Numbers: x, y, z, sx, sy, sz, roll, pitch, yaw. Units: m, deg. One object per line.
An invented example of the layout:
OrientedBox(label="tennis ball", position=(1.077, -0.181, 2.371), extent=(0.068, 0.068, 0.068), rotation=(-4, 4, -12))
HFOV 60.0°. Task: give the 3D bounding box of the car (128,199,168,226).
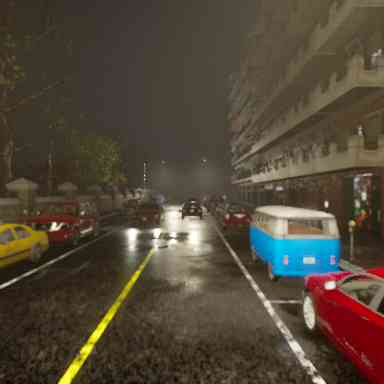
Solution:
OrientedBox(label="car", position=(-3.003, 1.475, 23.685), extent=(1.882, 1.535, 5.008), rotation=(0, 0, 0))

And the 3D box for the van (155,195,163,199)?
OrientedBox(label="van", position=(-5.685, 1.349, 48.910), extent=(1.690, 1.788, 3.998), rotation=(0, 0, 0))

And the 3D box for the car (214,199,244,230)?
OrientedBox(label="car", position=(2.694, 1.436, 20.758), extent=(1.967, 1.590, 4.097), rotation=(0, 0, 0))

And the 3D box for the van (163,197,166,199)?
OrientedBox(label="van", position=(-5.685, 1.355, 54.539), extent=(1.690, 1.788, 3.998), rotation=(0, 0, 0))

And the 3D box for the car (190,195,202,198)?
OrientedBox(label="car", position=(0.078, 1.511, 46.396), extent=(1.837, 1.490, 4.892), rotation=(0, 0, 0))

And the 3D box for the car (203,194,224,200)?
OrientedBox(label="car", position=(2.695, 1.316, 37.649), extent=(2.192, 1.841, 5.009), rotation=(0, 0, 0))

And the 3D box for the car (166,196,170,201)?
OrientedBox(label="car", position=(-5.685, 1.571, 60.169), extent=(2.008, 1.369, 4.403), rotation=(0, 0, 0))

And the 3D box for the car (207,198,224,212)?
OrientedBox(label="car", position=(2.694, 1.543, 32.018), extent=(1.887, 1.381, 4.507), rotation=(0, 0, 0))

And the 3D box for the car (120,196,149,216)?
OrientedBox(label="car", position=(-5.686, 1.438, 32.020), extent=(1.967, 1.590, 4.097), rotation=(0, 0, 0))

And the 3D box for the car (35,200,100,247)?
OrientedBox(label="car", position=(-5.686, 1.311, 15.129), extent=(2.192, 1.841, 5.009), rotation=(0, 0, 0))

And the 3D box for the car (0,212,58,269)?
OrientedBox(label="car", position=(-5.687, 1.522, 9.329), extent=(1.752, 1.417, 4.829), rotation=(0, 0, 0))

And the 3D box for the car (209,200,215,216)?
OrientedBox(label="car", position=(2.694, 1.548, 26.389), extent=(2.008, 1.369, 4.403), rotation=(0, 0, 0))

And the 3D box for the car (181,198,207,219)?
OrientedBox(label="car", position=(0.019, 1.545, 28.959), extent=(2.033, 1.411, 5.357), rotation=(0, 0, 0))

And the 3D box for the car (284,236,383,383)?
OrientedBox(label="car", position=(2.693, 1.543, 3.867), extent=(1.887, 1.381, 4.507), rotation=(0, 0, 0))

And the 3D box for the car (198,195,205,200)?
OrientedBox(label="car", position=(2.697, 1.628, 93.951), extent=(2.008, 1.369, 4.403), rotation=(0, 0, 0))

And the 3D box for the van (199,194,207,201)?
OrientedBox(label="van", position=(2.697, 1.399, 82.690), extent=(1.690, 1.788, 3.998), rotation=(0, 0, 0))

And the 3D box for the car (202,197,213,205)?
OrientedBox(label="car", position=(2.695, 1.603, 60.170), extent=(1.802, 1.307, 4.206), rotation=(0, 0, 0))

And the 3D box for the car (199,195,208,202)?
OrientedBox(label="car", position=(2.696, 1.488, 77.059), extent=(1.967, 1.590, 4.097), rotation=(0, 0, 0))

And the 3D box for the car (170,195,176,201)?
OrientedBox(label="car", position=(-5.684, 1.582, 82.521), extent=(1.752, 1.417, 4.829), rotation=(0, 0, 0))

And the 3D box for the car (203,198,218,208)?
OrientedBox(label="car", position=(2.695, 1.553, 48.909), extent=(1.887, 1.381, 4.507), rotation=(0, 0, 0))

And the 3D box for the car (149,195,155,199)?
OrientedBox(label="car", position=(-5.685, 1.441, 37.649), extent=(1.967, 1.590, 4.097), rotation=(0, 0, 0))

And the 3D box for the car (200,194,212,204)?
OrientedBox(label="car", position=(2.696, 1.344, 65.799), extent=(2.192, 1.841, 5.009), rotation=(0, 0, 0))

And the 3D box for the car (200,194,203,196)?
OrientedBox(label="car", position=(2.695, 1.454, 54.538), extent=(1.967, 1.590, 4.097), rotation=(0, 0, 0))

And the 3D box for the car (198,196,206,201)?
OrientedBox(label="car", position=(2.697, 1.633, 88.321), extent=(1.947, 1.339, 4.313), rotation=(0, 0, 0))

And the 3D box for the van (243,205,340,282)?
OrientedBox(label="van", position=(2.694, 1.338, 9.498), extent=(1.690, 1.788, 3.998), rotation=(0, 0, 0))
